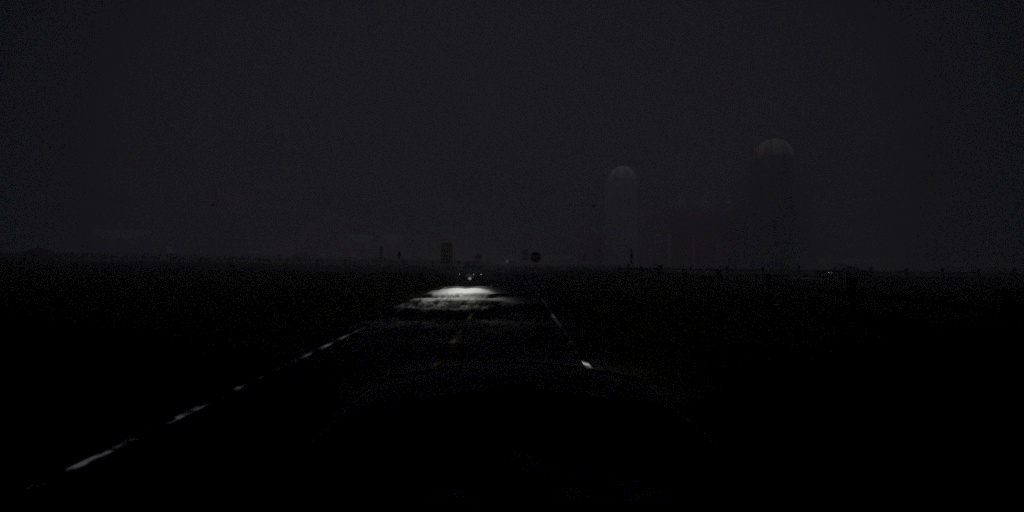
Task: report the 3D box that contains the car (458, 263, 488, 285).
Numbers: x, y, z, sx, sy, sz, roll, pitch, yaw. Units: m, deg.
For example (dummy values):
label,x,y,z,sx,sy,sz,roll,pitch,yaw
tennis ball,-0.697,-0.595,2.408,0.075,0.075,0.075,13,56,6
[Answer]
label,x,y,z,sx,sy,sz,roll,pitch,yaw
car,-2.787,1.245,26.337,2.128,1.511,4.902,0,0,1

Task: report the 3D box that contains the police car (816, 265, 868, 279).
label,x,y,z,sx,sy,sz,roll,pitch,yaw
police car,38.998,1.839,42.471,5.238,1.638,1.930,1,-1,0
